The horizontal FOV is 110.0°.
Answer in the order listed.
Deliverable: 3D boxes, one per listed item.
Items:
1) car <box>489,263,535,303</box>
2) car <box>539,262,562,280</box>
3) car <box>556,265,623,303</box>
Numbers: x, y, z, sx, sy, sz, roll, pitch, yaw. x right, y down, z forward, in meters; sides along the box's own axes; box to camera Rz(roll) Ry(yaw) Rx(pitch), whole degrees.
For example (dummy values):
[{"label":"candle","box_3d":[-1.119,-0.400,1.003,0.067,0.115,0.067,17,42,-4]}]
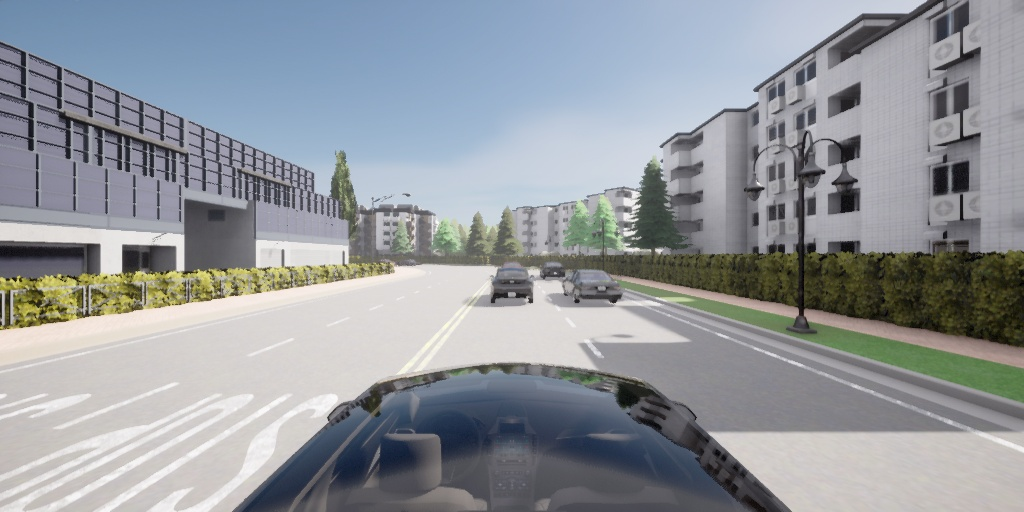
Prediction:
[{"label":"car","box_3d":[0.000,1.264,16.500,1.837,1.490,4.892,0,0,0]},{"label":"car","box_3d":[3.500,1.232,31.500,1.882,1.535,5.008,0,0,0]},{"label":"car","box_3d":[3.500,1.310,16.500,2.033,1.411,5.357,0,0,0]}]
